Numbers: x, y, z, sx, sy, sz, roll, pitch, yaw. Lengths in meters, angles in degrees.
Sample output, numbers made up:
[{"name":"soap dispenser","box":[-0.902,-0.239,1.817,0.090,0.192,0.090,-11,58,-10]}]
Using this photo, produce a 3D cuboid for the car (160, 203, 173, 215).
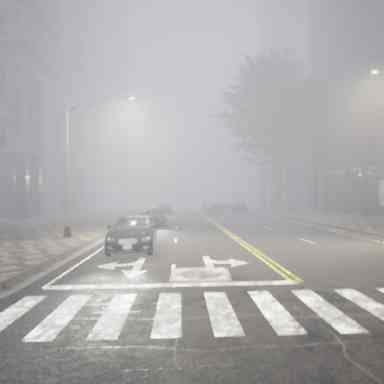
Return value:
[{"name":"car","box":[-3.477,2.173,43.272,1.882,1.535,5.008,-1,-1,-2]}]

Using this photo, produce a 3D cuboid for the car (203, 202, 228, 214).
[{"name":"car","box":[3.078,2.127,44.377,2.128,1.511,4.902,-1,-1,-1]}]

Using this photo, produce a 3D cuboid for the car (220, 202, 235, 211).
[{"name":"car","box":[5.879,2.369,55.295,1.895,1.301,4.718,-1,-1,-2]}]

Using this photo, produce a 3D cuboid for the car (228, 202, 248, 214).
[{"name":"car","box":[6.291,2.085,45.022,1.882,1.535,5.008,-1,-1,-1]}]

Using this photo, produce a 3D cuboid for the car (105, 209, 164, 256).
[{"name":"car","box":[-2.451,1.739,14.333,2.128,1.511,4.902,-1,-1,-3]}]

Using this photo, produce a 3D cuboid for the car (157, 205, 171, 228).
[{"name":"car","box":[-2.849,1.982,25.340,1.994,1.385,4.181,-1,-1,-2]}]
